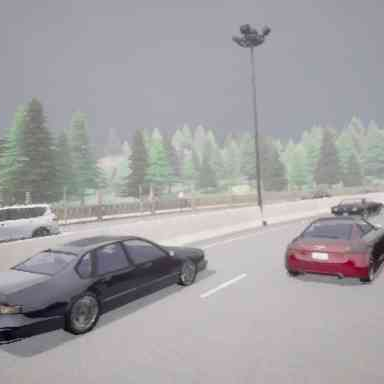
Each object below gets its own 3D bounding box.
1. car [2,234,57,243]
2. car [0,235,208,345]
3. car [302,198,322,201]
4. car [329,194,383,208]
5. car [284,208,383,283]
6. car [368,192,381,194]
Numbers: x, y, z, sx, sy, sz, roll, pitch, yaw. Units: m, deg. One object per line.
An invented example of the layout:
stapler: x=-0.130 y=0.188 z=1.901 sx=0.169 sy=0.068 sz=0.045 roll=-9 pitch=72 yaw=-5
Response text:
car: x=-9.018 y=1.702 z=15.426 sx=2.150 sy=2.045 sz=5.566 roll=-3 pitch=0 yaw=35
car: x=-1.769 y=1.645 z=7.066 sx=2.033 sy=1.411 sz=5.357 roll=-3 pitch=0 yaw=34
car: x=16.606 y=0.530 z=44.840 sx=4.553 sy=1.767 sz=2.097 roll=-3 pitch=0 yaw=-34
car: x=11.177 y=1.036 z=22.360 sx=4.718 sy=1.301 sz=1.895 roll=-3 pitch=0 yaw=-44
car: x=4.095 y=1.357 z=9.143 sx=1.994 sy=1.385 sz=4.181 roll=-3 pitch=0 yaw=37
car: x=20.302 y=0.469 z=38.885 sx=4.902 sy=1.511 sz=2.128 roll=-3 pitch=0 yaw=-34
